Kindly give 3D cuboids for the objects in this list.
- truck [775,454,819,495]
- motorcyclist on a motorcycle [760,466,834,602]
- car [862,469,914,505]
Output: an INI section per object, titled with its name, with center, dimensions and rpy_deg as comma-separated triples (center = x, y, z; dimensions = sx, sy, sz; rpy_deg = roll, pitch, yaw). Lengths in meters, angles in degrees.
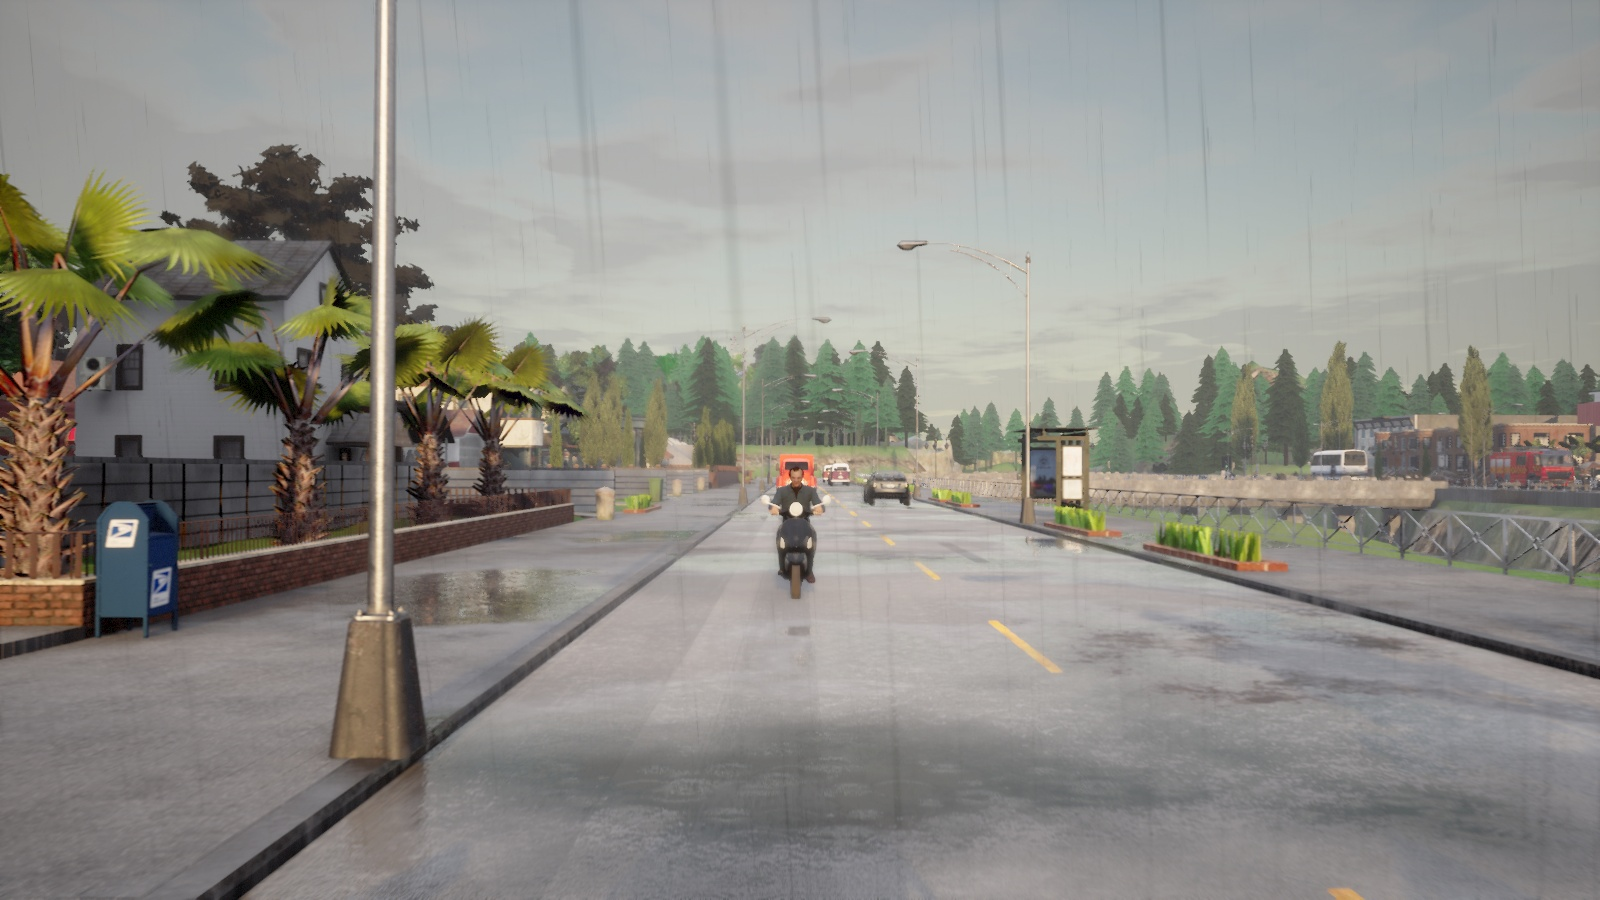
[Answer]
[truck]
center = -0.199, 1.502, 77.229
dimensions = 2.627, 2.467, 5.204
rpy_deg = 0, -1, 0
[motorcyclist on a motorcycle]
center = -0.040, 1.005, 15.685
dimensions = 0.866, 1.590, 1.817
rpy_deg = 0, -1, 0
[car]
center = 3.858, 1.593, 55.792
dimensions = 2.007, 1.525, 4.514
rpy_deg = 0, -1, 0
